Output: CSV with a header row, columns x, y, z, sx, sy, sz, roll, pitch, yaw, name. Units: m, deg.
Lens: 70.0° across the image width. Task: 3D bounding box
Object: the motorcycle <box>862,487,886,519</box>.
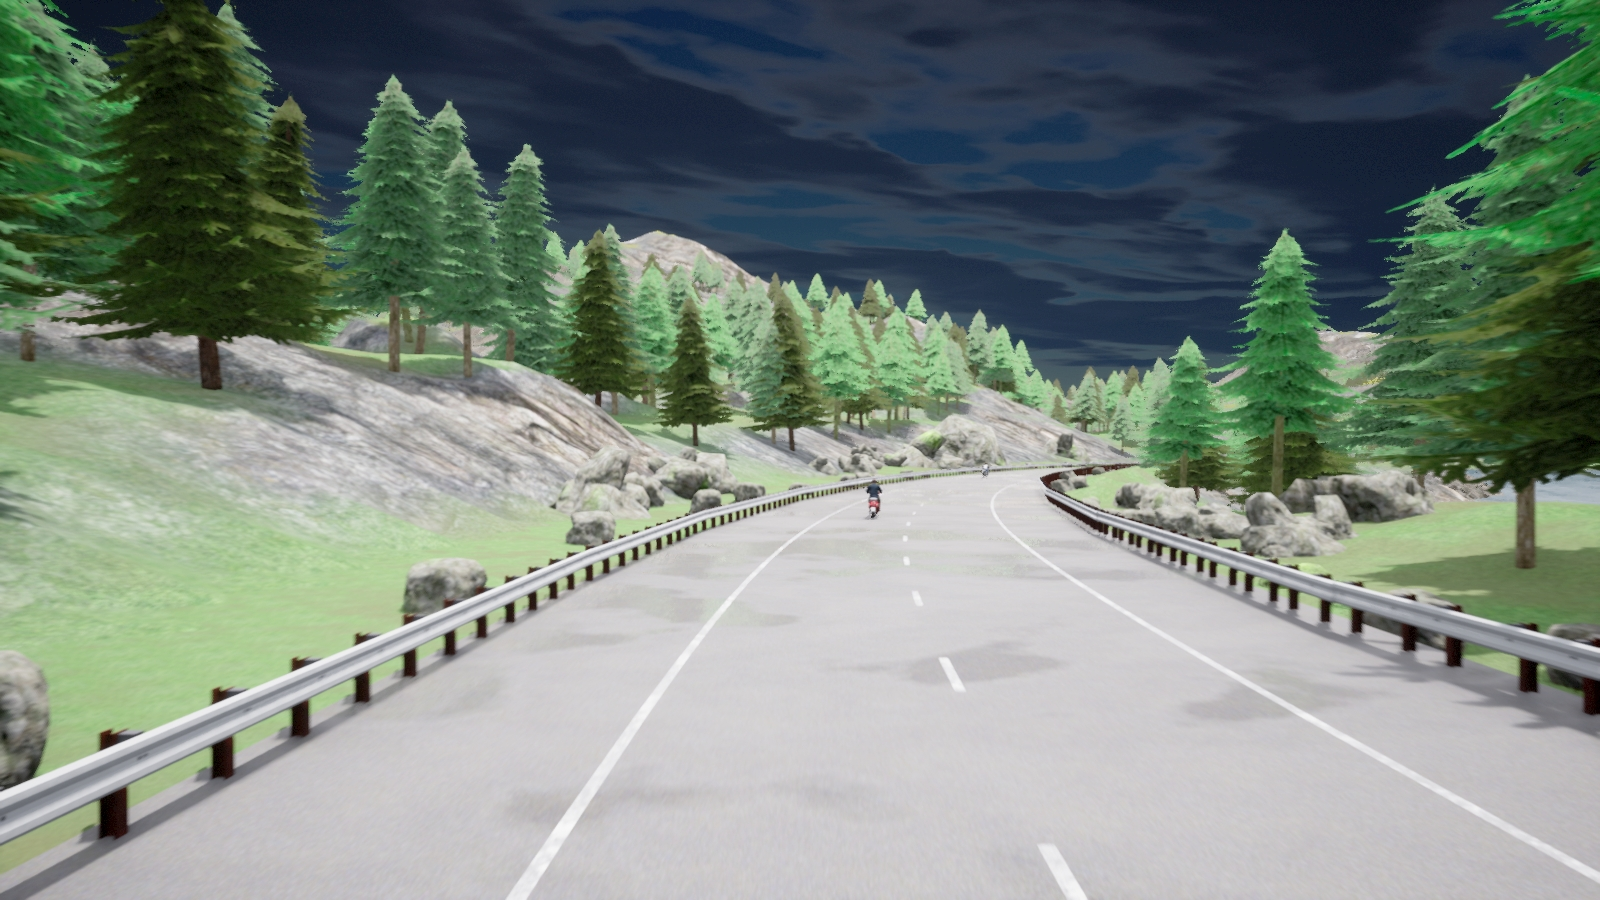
x,y,z,sx,sy,sz,roll,pitch,yaw,name
3.069,2.183,47.363,0.856,1.236,1.805,0,0,7,motorcycle
